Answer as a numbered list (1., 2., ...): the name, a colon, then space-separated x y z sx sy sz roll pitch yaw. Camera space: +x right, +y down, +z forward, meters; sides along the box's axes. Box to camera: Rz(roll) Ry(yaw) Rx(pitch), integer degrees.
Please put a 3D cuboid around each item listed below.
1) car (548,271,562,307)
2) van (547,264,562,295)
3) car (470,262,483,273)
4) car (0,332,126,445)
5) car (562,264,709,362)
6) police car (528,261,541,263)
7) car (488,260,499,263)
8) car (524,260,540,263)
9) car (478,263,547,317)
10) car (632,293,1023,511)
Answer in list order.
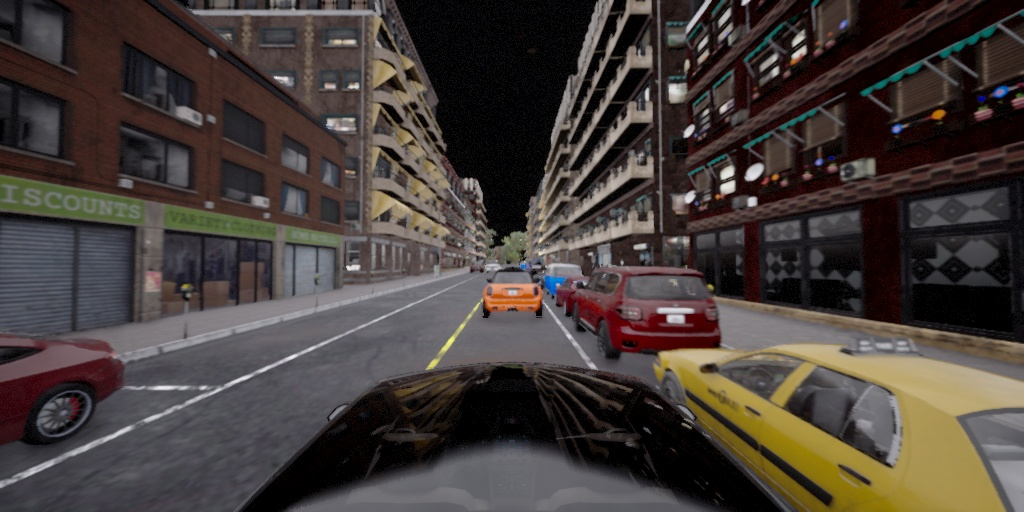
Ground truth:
1. car: 2.692 1.458 13.864 1.888 1.381 4.507 0 0 0
2. van: 2.692 1.328 19.434 1.690 1.789 3.998 0 0 0
3. car: -5.690 1.825 58.468 2.192 1.841 5.009 0 0 0
4. car: -5.689 1.346 2.762 1.802 1.307 4.207 0 0 0
5. car: 2.692 1.153 8.293 2.192 1.841 5.009 0 0 0
6. police car: 3.133 1.735 43.580 1.930 1.638 5.238 0 -1 0
7. car: -3.060 1.732 58.532 2.150 2.045 5.566 0 -1 1
8. car: 3.106 1.631 50.502 2.150 2.045 5.566 0 -1 0
9. car: 0.046 1.267 14.094 2.097 1.767 4.553 0 -1 1
10. car: 2.692 1.289 2.892 1.751 1.417 4.829 0 0 0
